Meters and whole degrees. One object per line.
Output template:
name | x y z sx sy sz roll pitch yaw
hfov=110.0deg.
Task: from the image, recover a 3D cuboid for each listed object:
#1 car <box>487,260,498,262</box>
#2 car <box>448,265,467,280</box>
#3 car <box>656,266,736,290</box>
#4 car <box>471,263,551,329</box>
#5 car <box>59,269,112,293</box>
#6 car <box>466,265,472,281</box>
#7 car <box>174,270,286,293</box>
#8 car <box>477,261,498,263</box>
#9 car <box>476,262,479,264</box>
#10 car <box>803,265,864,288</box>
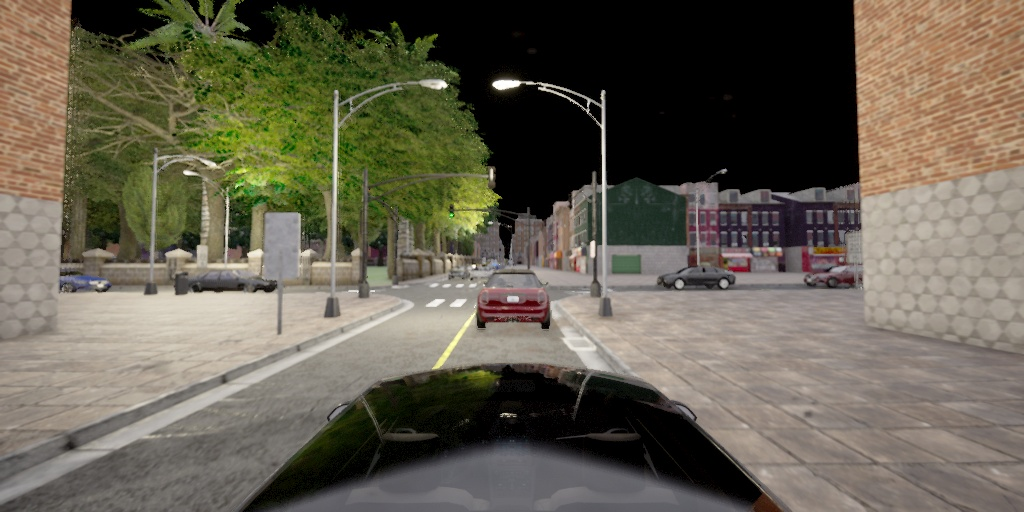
car | -3.154 1.631 56.322 2.150 2.045 5.566 0 -1 0
car | -5.561 1.714 37.230 2.007 1.370 4.403 0 0 0
car | 12.209 1.431 23.927 4.892 1.490 1.837 -1 -2 0
car | 0.116 1.215 11.847 2.097 1.767 4.553 0 -1 2
car | -26.155 1.464 20.749 4.674 1.442 1.812 0 -2 0
car | -2.980 1.745 35.581 1.895 1.301 4.718 0 -1 2
car | -16.245 1.492 20.800 5.357 1.411 2.033 0 -2 0
car | -3.070 1.775 45.658 1.837 1.490 4.892 0 -1 -1
car | -5.598 1.803 44.365 2.007 1.370 4.403 0 0 0
car | 22.239 1.346 24.006 4.674 1.442 1.812 -1 -2 0
